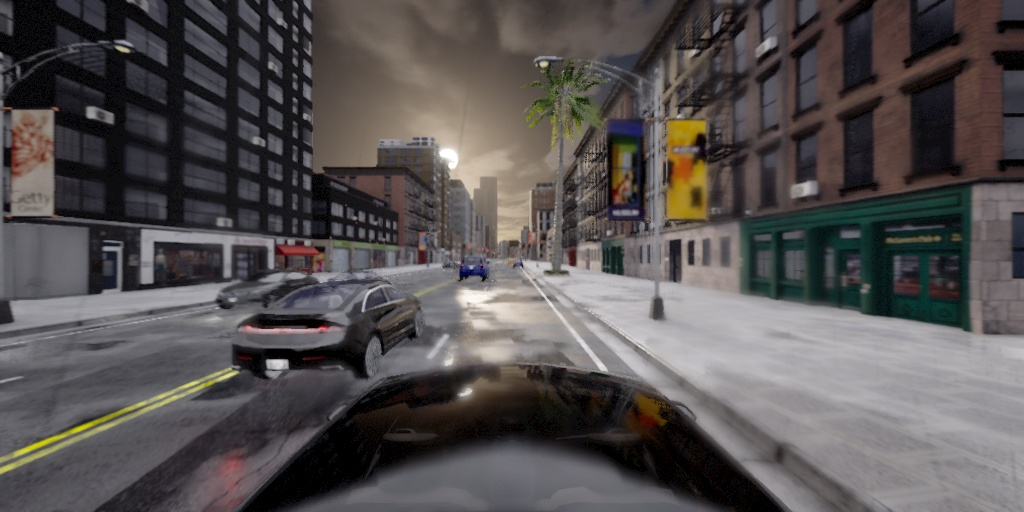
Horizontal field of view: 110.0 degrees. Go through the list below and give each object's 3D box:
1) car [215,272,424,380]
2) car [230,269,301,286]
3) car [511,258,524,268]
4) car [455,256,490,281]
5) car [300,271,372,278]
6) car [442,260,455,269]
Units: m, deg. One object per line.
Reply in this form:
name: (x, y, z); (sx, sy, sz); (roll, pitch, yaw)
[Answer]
car: (-3.154, 1.248, 7.252); (2.128, 1.511, 4.902); (0, 0, 0)
car: (-9.851, 1.292, 14.992); (1.812, 1.442, 4.674); (0, 0, 0)
car: (1.134, 1.361, 63.501); (1.812, 1.442, 4.674); (0, 0, 0)
car: (-3.151, 1.009, 30.553); (2.150, 2.045, 5.566); (0, 0, 0)
car: (-6.601, 1.330, 15.112); (1.994, 1.385, 4.181); (0, 0, 0)
car: (-9.800, 1.390, 56.896); (1.994, 1.385, 4.181); (0, 0, 1)
